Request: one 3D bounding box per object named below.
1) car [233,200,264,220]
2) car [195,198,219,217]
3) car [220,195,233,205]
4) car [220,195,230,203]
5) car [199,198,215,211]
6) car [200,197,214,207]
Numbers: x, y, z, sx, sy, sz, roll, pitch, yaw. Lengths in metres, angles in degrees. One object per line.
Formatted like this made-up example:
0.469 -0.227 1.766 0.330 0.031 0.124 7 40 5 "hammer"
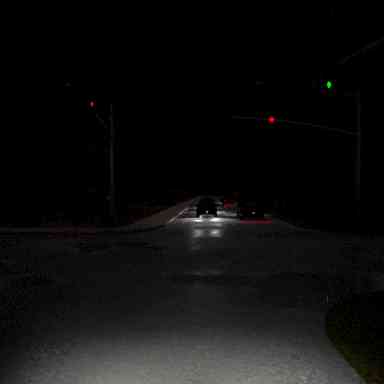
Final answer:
4.843 1.443 27.991 1.882 1.535 5.008 0 0 3 "car"
1.384 1.470 30.997 1.837 1.490 4.892 0 0 3 "car"
6.353 1.566 59.014 1.895 1.301 4.718 0 0 3 "car"
6.838 1.470 68.975 1.837 1.490 4.892 0 0 3 "car"
1.847 1.470 40.449 1.837 1.490 4.892 0 0 3 "car"
2.339 1.529 50.357 1.994 1.385 4.181 0 0 3 "car"
